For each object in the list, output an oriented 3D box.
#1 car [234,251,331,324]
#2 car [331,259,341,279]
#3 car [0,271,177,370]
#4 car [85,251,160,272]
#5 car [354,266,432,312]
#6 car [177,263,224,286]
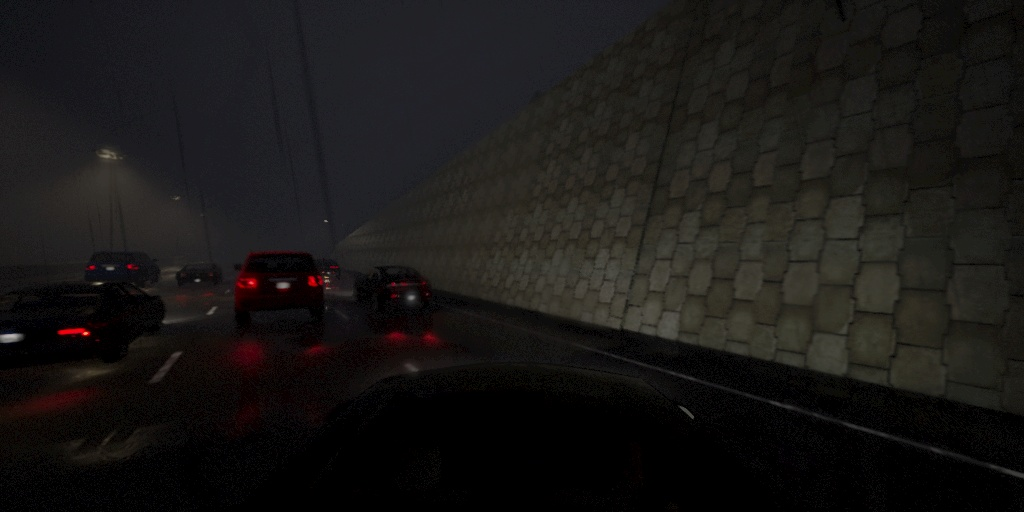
[{"bbox_3d":[-7.703,0.856,11.870,2.150,2.045,5.566,0,1,-35],"label":"car"},{"bbox_3d":[-14.625,0.968,27.845,1.837,1.490,4.892,0,1,-35],"label":"car"},{"bbox_3d":[-8.762,1.223,7.284,2.033,1.411,5.357,0,1,-35],"label":"car"},{"bbox_3d":[-22.746,0.729,21.138,2.150,2.045,5.566,0,1,-35],"label":"car"},{"bbox_3d":[-4.635,1.116,13.592,2.128,1.511,4.902,0,1,-35],"label":"car"},{"bbox_3d":[-19.480,1.103,22.578,1.895,1.301,4.718,0,1,-35],"label":"car"}]
